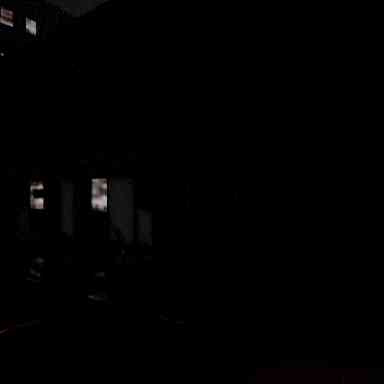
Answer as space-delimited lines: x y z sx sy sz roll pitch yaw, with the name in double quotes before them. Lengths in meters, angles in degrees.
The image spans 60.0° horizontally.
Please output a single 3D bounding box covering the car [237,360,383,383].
"car" 2.168 1.525 1.328 4.829 1.417 1.752 0 0 36
